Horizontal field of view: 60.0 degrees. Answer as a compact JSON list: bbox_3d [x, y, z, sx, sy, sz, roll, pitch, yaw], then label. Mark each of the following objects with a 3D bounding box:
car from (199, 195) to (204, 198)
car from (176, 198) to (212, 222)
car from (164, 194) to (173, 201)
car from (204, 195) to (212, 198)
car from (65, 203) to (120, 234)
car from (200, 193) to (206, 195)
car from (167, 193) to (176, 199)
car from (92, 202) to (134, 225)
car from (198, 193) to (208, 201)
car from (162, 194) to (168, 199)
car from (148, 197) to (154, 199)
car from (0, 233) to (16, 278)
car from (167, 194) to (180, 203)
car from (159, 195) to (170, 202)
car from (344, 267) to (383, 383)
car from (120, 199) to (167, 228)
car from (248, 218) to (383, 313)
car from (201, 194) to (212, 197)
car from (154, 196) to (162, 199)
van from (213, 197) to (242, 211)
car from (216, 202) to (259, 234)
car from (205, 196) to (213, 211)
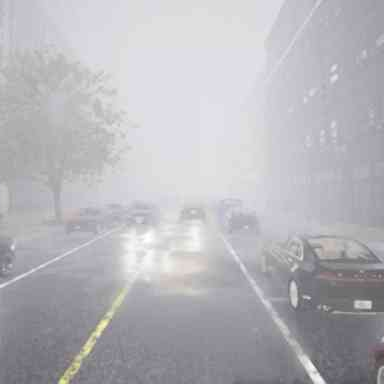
[{"bbox_3d":[0.071,1.453,41.248,2.033,1.411,5.357,0,0,0],"label":"car"},{"bbox_3d":[0.097,1.447,25.418,2.163,1.488,4.792,0,0,0],"label":"car"},{"bbox_3d":[-5.677,1.245,80.994,1.967,1.590,4.097,1,0,0],"label":"car"},{"bbox_3d":[2.713,1.430,41.532,1.752,1.417,4.829,1,0,0],"label":"car"},{"bbox_3d":[-5.679,1.503,18.773,1.887,1.381,4.507,1,0,0],"label":"car"},{"bbox_3d":[2.672,1.177,58.330,2.192,1.841,5.009,1,0,0],"label":"car"},{"bbox_3d":[-5.677,1.216,92.306,1.967,1.590,4.097,1,0,0],"label":"car"},{"bbox_3d":[-5.679,1.496,24.430,2.008,1.369,4.403,1,0,0],"label":"car"},{"bbox_3d":[2.672,1.120,80.955,2.192,1.841,5.009,1,0,0],"label":"car"},{"bbox_3d":[-5.679,1.399,64.025,2.008,1.369,4.403,1,0,0],"label":"car"},{"bbox_3d":[-5.679,1.470,35.743,2.008,1.369,4.403,1,0,0],"label":"car"},{"bbox_3d":[-5.680,1.549,7.461,1.947,1.339,4.313,1,0,0],"label":"car"},{"bbox_3d":[-3.017,1.398,63.188,2.033,1.411,5.357,0,0,1],"label":"car"},{"bbox_3d":[-5.679,1.385,69.682,2.008,1.369,4.403,1,0,0],"label":"car"},{"bbox_3d":[2.700,1.578,1.768,1.802,1.307,4.206,1,0,0],"label":"car"},{"bbox_3d":[-3.100,1.442,21.957,2.128,1.511,4.902,0,0,0],"label":"car"},{"bbox_3d":[2.701,1.534,7.424,2.008,1.369,4.403,1,0,0],"label":"car"},{"bbox_3d":[2.668,1.458,52.675,1.802,1.307,4.206,1,0,0],"label":"car"},{"bbox_3d":[-5.679,1.416,46.886,1.752,1.417,4.829,1,0,0],"label":"car"},{"bbox_3d":[2.704,1.287,24.393,1.690,1.788,3.998,1,0,0],"label":"van"},{"bbox_3d":[2.701,1.509,18.737,2.008,1.369,4.403,1,0,0],"label":"car"},{"bbox_3d":[2.707,1.485,35.706,1.947,1.339,4.313,1,0,0],"label":"car"}]
